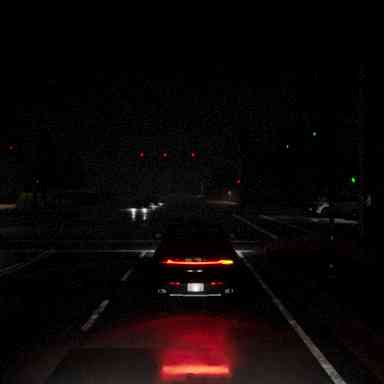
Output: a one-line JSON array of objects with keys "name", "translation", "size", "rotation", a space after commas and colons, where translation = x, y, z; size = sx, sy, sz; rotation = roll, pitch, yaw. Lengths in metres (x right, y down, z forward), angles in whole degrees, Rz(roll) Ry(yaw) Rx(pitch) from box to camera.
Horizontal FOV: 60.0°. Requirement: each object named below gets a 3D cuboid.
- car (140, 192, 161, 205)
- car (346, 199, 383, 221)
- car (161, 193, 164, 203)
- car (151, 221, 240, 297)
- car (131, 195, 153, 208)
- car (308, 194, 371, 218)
[{"name": "car", "translation": [-7.160, 1.221, 57.864], "size": [2.150, 2.045, 5.566], "rotation": [0, 0, 0]}, {"name": "car", "translation": [15.206, 1.526, 26.473], "size": [4.674, 1.442, 1.812], "rotation": [0, 0, -1]}, {"name": "car", "translation": [-7.105, 1.221, 69.113], "size": [2.150, 2.045, 5.566], "rotation": [0, 0, 0]}, {"name": "car", "translation": [0.072, 1.505, 8.534], "size": [1.837, 1.490, 4.892], "rotation": [0, 0, 0]}, {"name": "car", "translation": [-7.156, 1.525, 47.165], "size": [1.812, 1.442, 4.674], "rotation": [0, 0, 0]}, {"name": "car", "translation": [13.432, 1.221, 29.918], "size": [5.566, 2.045, 2.150], "rotation": [0, 0, -1]}]
